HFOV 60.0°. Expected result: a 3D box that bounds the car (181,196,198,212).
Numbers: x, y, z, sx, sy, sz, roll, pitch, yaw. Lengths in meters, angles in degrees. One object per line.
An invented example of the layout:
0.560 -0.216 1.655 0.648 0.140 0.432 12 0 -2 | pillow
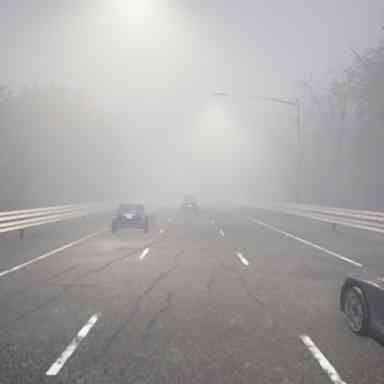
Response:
-0.274 1.625 39.909 2.163 1.488 4.792 0 0 -1 | car

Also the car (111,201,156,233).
-3.468 1.416 20.459 2.097 1.767 4.553 0 0 0 | car

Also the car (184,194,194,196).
-0.445 1.385 55.307 2.150 2.045 5.566 0 0 -1 | car

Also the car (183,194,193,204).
-0.981 1.438 73.662 2.150 2.045 5.566 0 0 -2 | car

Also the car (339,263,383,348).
3.502 1.443 3.767 2.033 1.649 4.856 0 0 0 | car
